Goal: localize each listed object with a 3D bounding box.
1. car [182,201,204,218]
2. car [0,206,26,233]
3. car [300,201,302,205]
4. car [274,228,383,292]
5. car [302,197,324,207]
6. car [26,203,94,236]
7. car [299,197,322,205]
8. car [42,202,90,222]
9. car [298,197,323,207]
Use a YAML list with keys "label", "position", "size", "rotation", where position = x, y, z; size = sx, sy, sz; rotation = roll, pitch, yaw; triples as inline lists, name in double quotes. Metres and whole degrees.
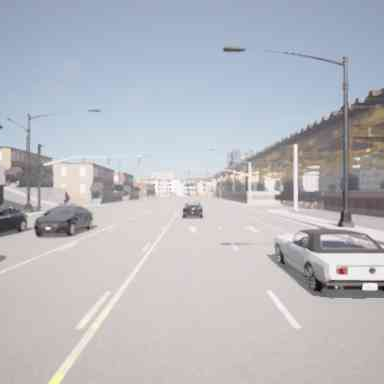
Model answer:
- label: "car"
  position: [0.083, 1.573, 30.750]
  size: [2.128, 1.511, 4.902]
  rotation: [0, 0, 0]
- label: "car"
  position: [-10.574, 1.548, 17.711]
  size: [1.837, 1.490, 4.892]
  rotation: [0, 0, 0]
- label: "car"
  position: [19.478, 1.591, 50.081]
  size: [2.038, 1.542, 4.974]
  rotation: [0, 0, -36]
- label: "car"
  position: [3.603, 1.626, 8.934]
  size: [1.895, 1.301, 4.718]
  rotation: [0, 0, 0]
- label: "car"
  position: [19.509, 1.434, 50.040]
  size: [1.853, 1.218, 4.536]
  rotation: [0, 0, -36]
- label: "car"
  position: [-7.075, 1.525, 18.852]
  size: [1.882, 1.535, 5.008]
  rotation: [0, 0, 0]
- label: "car"
  position: [19.506, 1.446, 54.727]
  size: [1.853, 1.218, 4.536]
  rotation: [0, 0, 44]
- label: "car"
  position: [-10.524, 1.619, 28.268]
  size: [2.033, 1.411, 5.357]
  rotation: [0, 0, 0]
- label: "car"
  position: [19.471, 1.604, 54.689]
  size: [2.038, 1.542, 4.974]
  rotation: [0, 0, 44]
